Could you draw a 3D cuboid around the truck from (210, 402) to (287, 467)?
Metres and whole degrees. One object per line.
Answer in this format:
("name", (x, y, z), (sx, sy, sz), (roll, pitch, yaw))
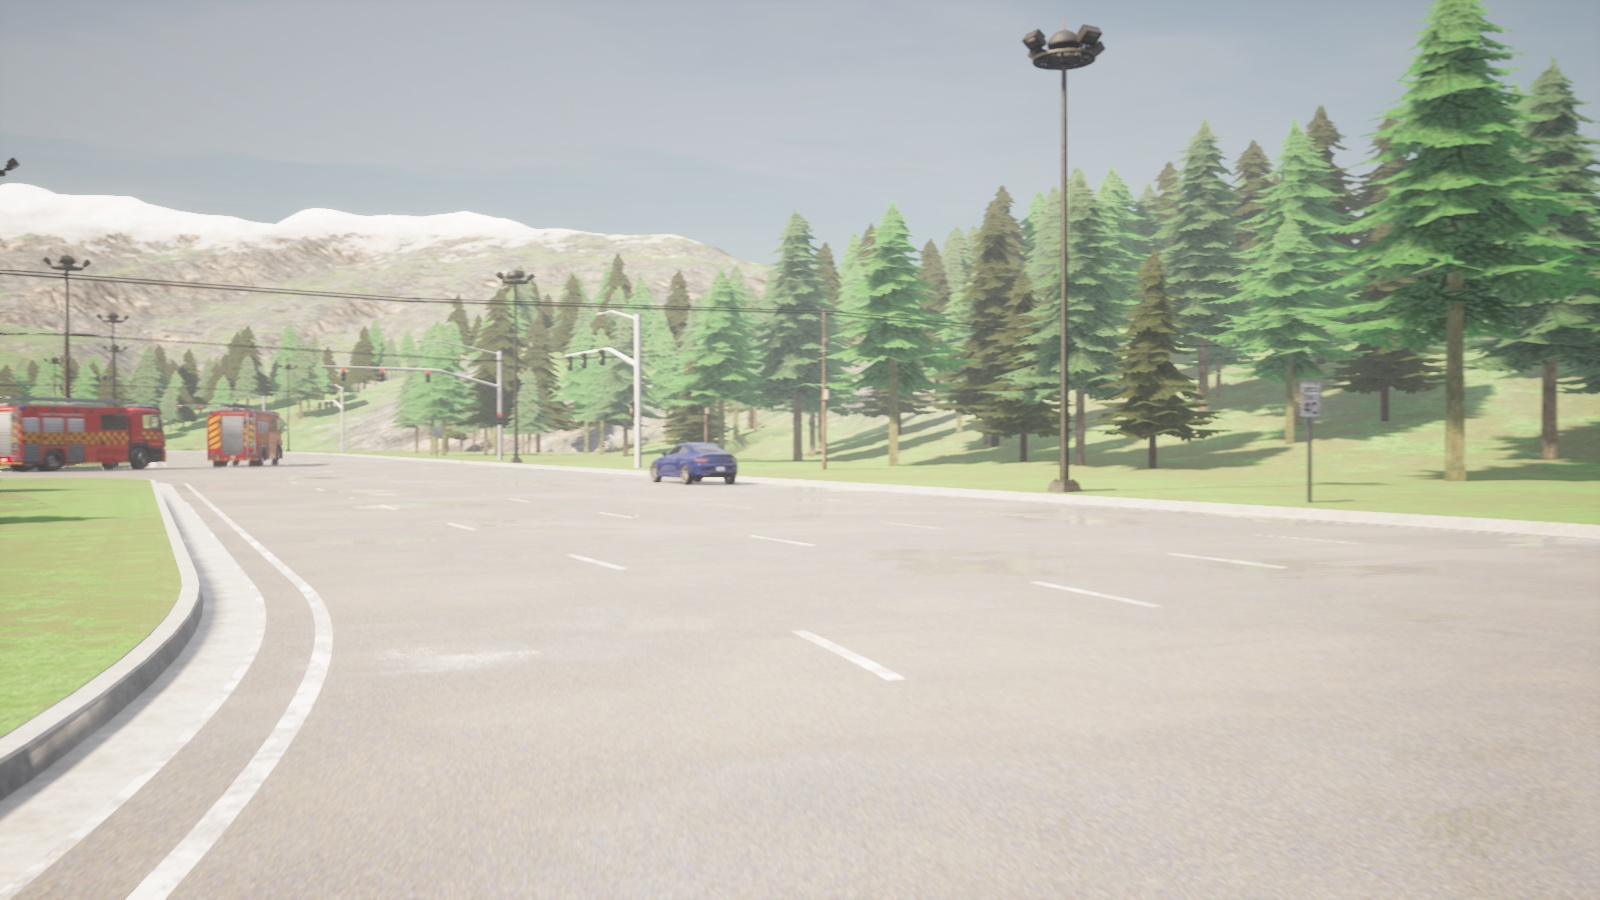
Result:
("truck", (-34.477, -0.957, 78.847), (2.891, 3.827, 8.468), (0, 0, -13))

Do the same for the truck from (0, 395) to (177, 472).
("truck", (-38.006, -0.873, 67.165), (2.891, 3.827, 8.468), (0, 1, 25))

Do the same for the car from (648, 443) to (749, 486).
("car", (-3.624, 0.463, 44.044), (1.812, 1.442, 4.674), (0, 0, -28))
